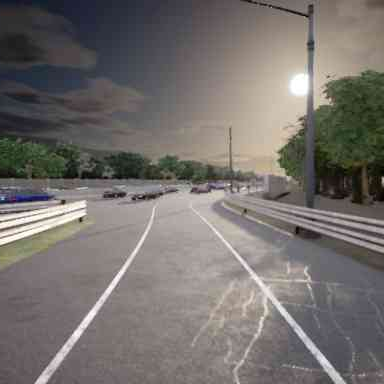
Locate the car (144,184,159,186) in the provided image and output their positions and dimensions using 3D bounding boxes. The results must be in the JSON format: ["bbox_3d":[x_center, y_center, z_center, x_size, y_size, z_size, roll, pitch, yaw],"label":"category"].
[{"bbox_3d":[-9.698,-0.962,85.389,2.097,1.767,4.553,0,2,19],"label":"car"}]

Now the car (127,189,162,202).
[{"bbox_3d":[-6.016,0.510,42.715,1.895,1.301,4.718,0,2,19],"label":"car"}]

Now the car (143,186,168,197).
[{"bbox_3d":[-5.973,0.157,53.467,1.994,1.385,4.181,0,2,19],"label":"car"}]

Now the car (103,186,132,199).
[{"bbox_3d":[-11.233,0.269,49.008,1.837,1.490,4.892,0,2,19],"label":"car"}]

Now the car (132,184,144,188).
[{"bbox_3d":[-13.017,-0.825,86.501,1.837,1.490,4.892,0,2,19],"label":"car"}]

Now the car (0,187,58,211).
[{"bbox_3d":[-14.352,0.580,29.442,2.150,2.045,5.566,0,2,19],"label":"car"}]

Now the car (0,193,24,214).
[{"bbox_3d":[-13.573,1.087,21.048,1.882,1.535,5.008,0,2,19],"label":"car"}]

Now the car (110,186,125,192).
[{"bbox_3d":[-19.738,-0.807,88.482,1.812,1.442,4.674,0,2,19],"label":"car"}]

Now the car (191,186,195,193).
[{"bbox_3d":[1.294,-0.576,74.323,1.837,1.490,4.892,0,2,19],"label":"car"}]

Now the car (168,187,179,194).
[{"bbox_3d":[-4.243,-0.388,69.057,2.128,1.511,4.902,0,2,19],"label":"car"}]

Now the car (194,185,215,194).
[{"bbox_3d":[2.652,-0.288,67.568,1.895,1.301,4.718,0,2,19],"label":"car"}]
